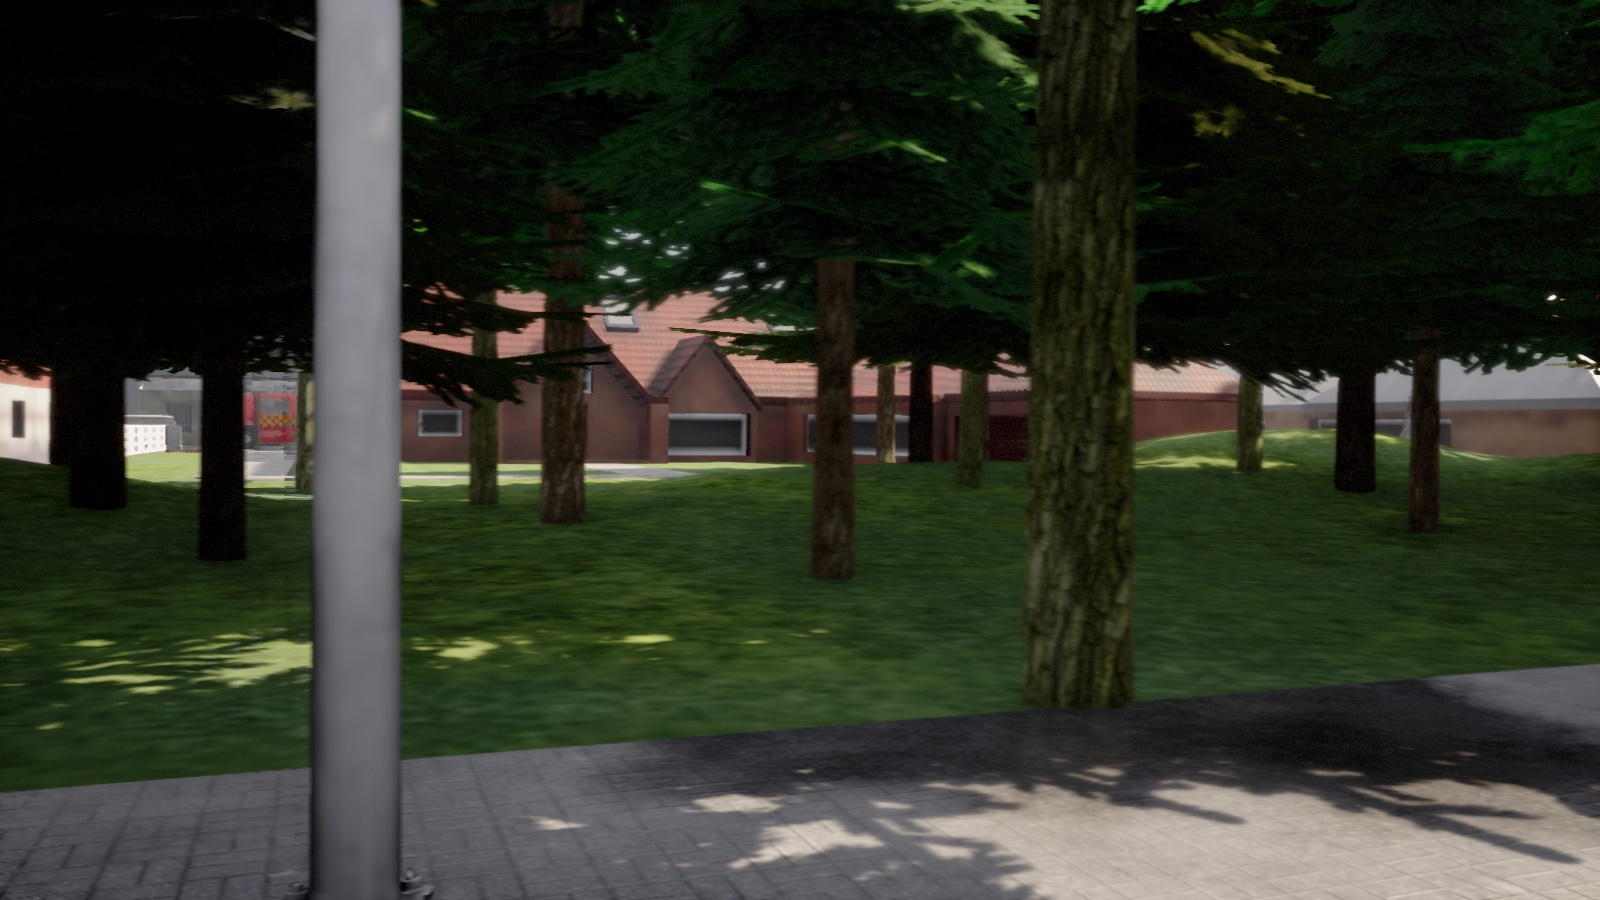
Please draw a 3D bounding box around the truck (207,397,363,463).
[{"bbox_3d":[-30.903,-1.261,75.642,8.468,3.827,2.891,-1,1,-21],"label":"truck"}]

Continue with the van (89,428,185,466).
[{"bbox_3d":[-36.496,-0.173,69.264,4.442,1.987,1.775,-1,1,-20],"label":"van"}]
